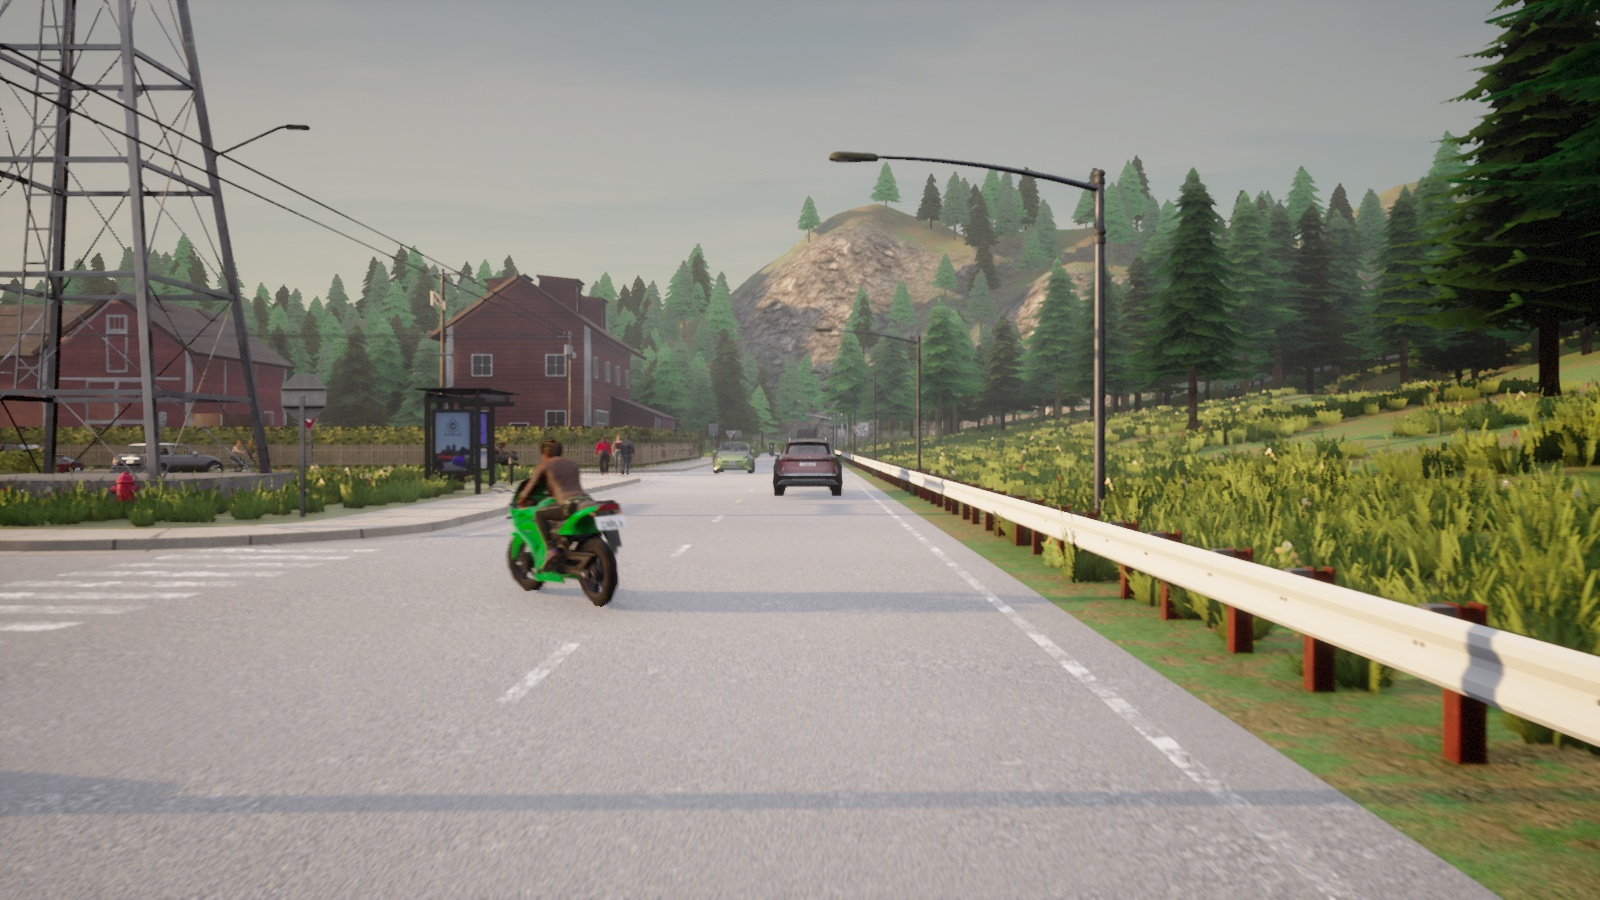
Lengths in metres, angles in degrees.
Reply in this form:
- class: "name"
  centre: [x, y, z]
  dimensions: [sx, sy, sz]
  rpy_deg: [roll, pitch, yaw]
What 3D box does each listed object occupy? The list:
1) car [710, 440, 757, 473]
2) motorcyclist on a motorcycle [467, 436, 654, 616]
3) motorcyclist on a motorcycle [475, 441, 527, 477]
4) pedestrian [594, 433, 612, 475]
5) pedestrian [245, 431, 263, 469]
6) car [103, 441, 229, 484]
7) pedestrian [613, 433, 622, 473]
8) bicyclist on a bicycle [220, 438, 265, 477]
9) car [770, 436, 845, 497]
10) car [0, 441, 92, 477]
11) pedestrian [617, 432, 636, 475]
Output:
- class: "car"
  centre: [-3.141, 0.300, 60.469]
  dimensions: [2.007, 1.525, 4.514]
  rpy_deg: [0, 0, 0]
- class: "motorcyclist on a motorcycle"
  centre: [-2.298, 0.650, 11.833]
  dimensions: [0.797, 1.523, 2.044]
  rpy_deg: [-3, 2, -39]
- class: "motorcyclist on a motorcycle"
  centre: [-12.782, 0.370, 53.751]
  dimensions: [2.044, 1.523, 0.797]
  rpy_deg: [1, 0, 1]
- class: "pedestrian"
  centre: [-8.679, 0.166, 55.433]
  dimensions: [0.634, 1.844, 0.899]
  rpy_deg: [0, 0, 2]
- class: "pedestrian"
  centre: [-26.602, -0.015, 61.203]
  dimensions: [0.726, 1.835, 0.370]
  rpy_deg: [0, 0, 0]
- class: "car"
  centre: [-22.691, 0.402, 45.126]
  dimensions: [1.970, 1.475, 3.806]
  rpy_deg: [0, 0, 16]
- class: "pedestrian"
  centre: [-8.457, 0.148, 58.252]
  dimensions: [0.345, 1.836, 0.594]
  rpy_deg: [0, 0, -4]
- class: "bicyclist on a bicycle"
  centre: [-23.825, 0.317, 53.696]
  dimensions: [1.509, 1.612, 0.866]
  rpy_deg: [0, 0, 0]
- class: "car"
  centre: [0.223, 0.440, 36.563]
  dimensions: [2.033, 1.649, 4.856]
  rpy_deg: [0, 0, 0]
- class: "car"
  centre: [-33.261, 0.372, 53.693]
  dimensions: [4.792, 1.488, 2.163]
  rpy_deg: [0, 0, 0]
- class: "pedestrian"
  centre: [-7.679, 0.166, 55.680]
  dimensions: [0.563, 1.883, 0.849]
  rpy_deg: [0, 0, 12]
